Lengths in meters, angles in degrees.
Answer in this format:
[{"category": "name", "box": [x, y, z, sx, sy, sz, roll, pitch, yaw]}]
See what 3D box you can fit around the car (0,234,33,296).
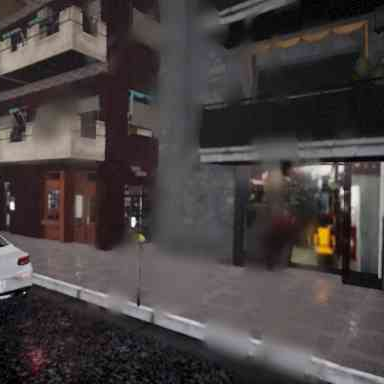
[{"category": "car", "box": [-5.148, 1.374, 6.952, 4.674, 1.442, 1.812, 1, 1, 36]}]
